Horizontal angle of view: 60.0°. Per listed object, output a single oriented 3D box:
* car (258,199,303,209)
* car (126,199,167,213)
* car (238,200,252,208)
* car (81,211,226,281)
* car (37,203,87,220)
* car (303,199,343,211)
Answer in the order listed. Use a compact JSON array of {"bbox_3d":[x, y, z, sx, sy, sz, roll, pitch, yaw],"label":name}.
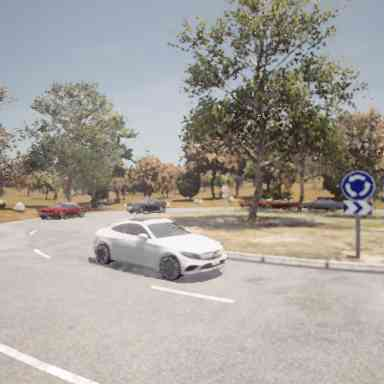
[{"bbox_3d":[11.209,1.585,42.360,4.718,1.301,1.895,-1,-1,8],"label":"car"},{"bbox_3d":[-4.728,1.486,34.786,2.128,1.511,4.902,0,0,38],"label":"car"},{"bbox_3d":[8.630,1.551,45.480,4.718,1.301,1.895,1,0,-2],"label":"car"},{"bbox_3d":[-1.172,1.524,10.021,4.674,1.442,1.812,0,0,40],"label":"car"},{"bbox_3d":[-10.949,1.594,28.290,1.895,1.301,4.718,0,0,11],"label":"car"},{"bbox_3d":[16.110,1.597,41.360,5.357,1.411,2.033,0,1,19],"label":"car"}]
